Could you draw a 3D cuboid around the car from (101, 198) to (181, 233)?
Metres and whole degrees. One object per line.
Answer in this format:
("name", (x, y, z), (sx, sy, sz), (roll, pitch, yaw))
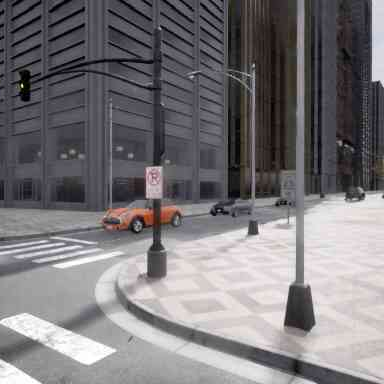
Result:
("car", (-2.617, 1.094, 17.880), (2.097, 1.767, 4.553), (0, 1, 37))

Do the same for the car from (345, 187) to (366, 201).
("car", (24.903, 0.291, 50.670), (2.150, 2.045, 5.566), (0, 1, 36))

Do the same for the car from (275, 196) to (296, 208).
("car", (10.573, 0.933, 36.190), (1.994, 1.385, 4.181), (0, 1, 35))

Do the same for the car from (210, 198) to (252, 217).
("car", (3.148, 1.140, 25.845), (1.994, 1.385, 4.181), (0, 1, 36))
